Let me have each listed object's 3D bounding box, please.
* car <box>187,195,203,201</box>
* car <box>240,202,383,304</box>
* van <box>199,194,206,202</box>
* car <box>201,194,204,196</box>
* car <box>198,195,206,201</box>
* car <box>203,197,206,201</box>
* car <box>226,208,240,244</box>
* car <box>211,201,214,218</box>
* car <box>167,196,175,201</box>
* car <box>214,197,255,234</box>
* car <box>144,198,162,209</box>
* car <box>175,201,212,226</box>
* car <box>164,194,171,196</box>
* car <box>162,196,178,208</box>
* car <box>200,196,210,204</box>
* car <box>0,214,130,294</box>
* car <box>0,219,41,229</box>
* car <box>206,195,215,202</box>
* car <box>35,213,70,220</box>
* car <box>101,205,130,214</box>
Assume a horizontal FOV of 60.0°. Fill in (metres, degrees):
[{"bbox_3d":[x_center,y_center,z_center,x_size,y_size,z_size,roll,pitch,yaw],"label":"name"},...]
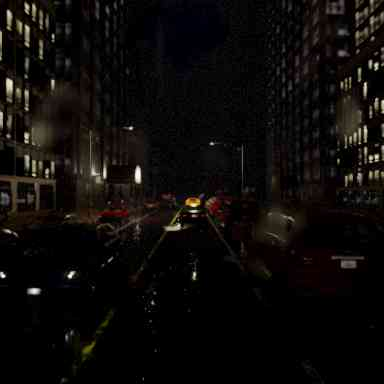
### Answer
[{"bbox_3d":[0.117,1.575,44.265,1.882,1.535,5.008,0,0,0],"label":"car"},{"bbox_3d":[2.698,1.334,8.115,2.192,1.841,5.009,0,0,0],"label":"car"},{"bbox_3d":[2.726,1.525,85.665,1.690,1.788,3.998,0,0,0],"label":"van"},{"bbox_3d":[2.718,1.454,63.508,2.192,1.841,5.009,0,0,0],"label":"car"},{"bbox_3d":[2.727,1.636,91.205,1.967,1.590,4.097,0,0,0],"label":"car"},{"bbox_3d":[2.709,1.642,41.351,2.008,1.369,4.403,0,0,0],"label":"car"},{"bbox_3d":[2.699,1.576,13.654,1.887,1.381,4.507,0,0,0],"label":"car"},{"bbox_3d":[2.703,1.621,24.733,1.947,1.339,4.313,0,0,0],"label":"car"},{"bbox_3d":[-5.654,1.740,91.207,1.887,1.381,4.507,0,0,0],"label":"car"},{"bbox_3d":[2.702,1.358,19.195,2.192,1.841,5.009,0,0,0],"label":"car"},{"bbox_3d":[-5.669,1.685,46.893,1.802,1.307,4.206,0,0,0],"label":"car"},{"bbox_3d":[0.109,1.601,23.894,2.033,1.411,5.357,0,0,0],"label":"car"},{"bbox_3d":[-5.658,1.476,74.589,2.192,1.841,5.009,0,0,0],"label":"car"},{"bbox_3d":[-3.067,1.656,49.323,2.033,1.411,5.357,0,0,0],"label":"car"},{"bbox_3d":[2.719,1.590,69.047,1.967,1.590,4.097,0,0,0],"label":"car"},{"bbox_3d":[-3.096,1.568,9.187,2.033,1.411,5.357,0,0,0],"label":"car"},{"bbox_3d":[-5.684,1.585,8.117,1.947,1.339,4.313,0,0,0],"label":"car"},{"bbox_3d":[2.706,1.382,30.273,2.192,1.841,5.009,0,0,0],"label":"car"},{"bbox_3d":[-5.681,1.582,13.656,2.008,1.369,4.403,0,0,0],"label":"car"},{"bbox_3d":[-5.677,1.637,24.735,1.802,1.307,4.206,0,0,0],"label":"car"}]
